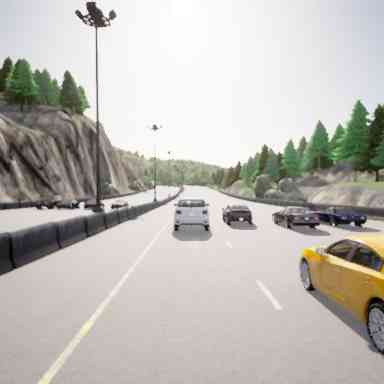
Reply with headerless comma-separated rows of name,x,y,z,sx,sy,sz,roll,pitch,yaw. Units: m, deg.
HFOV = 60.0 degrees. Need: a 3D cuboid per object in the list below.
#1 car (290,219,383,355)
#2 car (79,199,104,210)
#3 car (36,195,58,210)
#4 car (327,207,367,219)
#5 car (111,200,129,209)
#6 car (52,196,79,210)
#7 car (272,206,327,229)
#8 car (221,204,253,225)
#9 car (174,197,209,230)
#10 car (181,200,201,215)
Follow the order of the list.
car,3.568,1.516,6.138,1.882,1.535,5.008,0,-1,0
car,-14.296,1.781,48.540,1.882,1.535,5.008,0,-1,0
car,-21.289,1.540,49.920,2.150,2.045,5.566,0,-1,0
car,10.468,1.748,23.933,1.895,1.301,4.718,0,0,0
car,-10.789,1.860,50.051,2.033,1.411,5.357,0,0,0
car,-17.798,1.778,47.992,1.882,1.535,5.008,0,-1,0
car,6.974,1.688,22.762,2.033,1.411,5.357,0,0,0
car,3.457,1.665,25.823,1.837,1.490,4.892,0,0,0
car,-0.032,1.362,22.266,2.150,2.045,5.566,0,0,0
car,-0.116,1.733,38.831,2.128,1.511,4.902,0,0,0
